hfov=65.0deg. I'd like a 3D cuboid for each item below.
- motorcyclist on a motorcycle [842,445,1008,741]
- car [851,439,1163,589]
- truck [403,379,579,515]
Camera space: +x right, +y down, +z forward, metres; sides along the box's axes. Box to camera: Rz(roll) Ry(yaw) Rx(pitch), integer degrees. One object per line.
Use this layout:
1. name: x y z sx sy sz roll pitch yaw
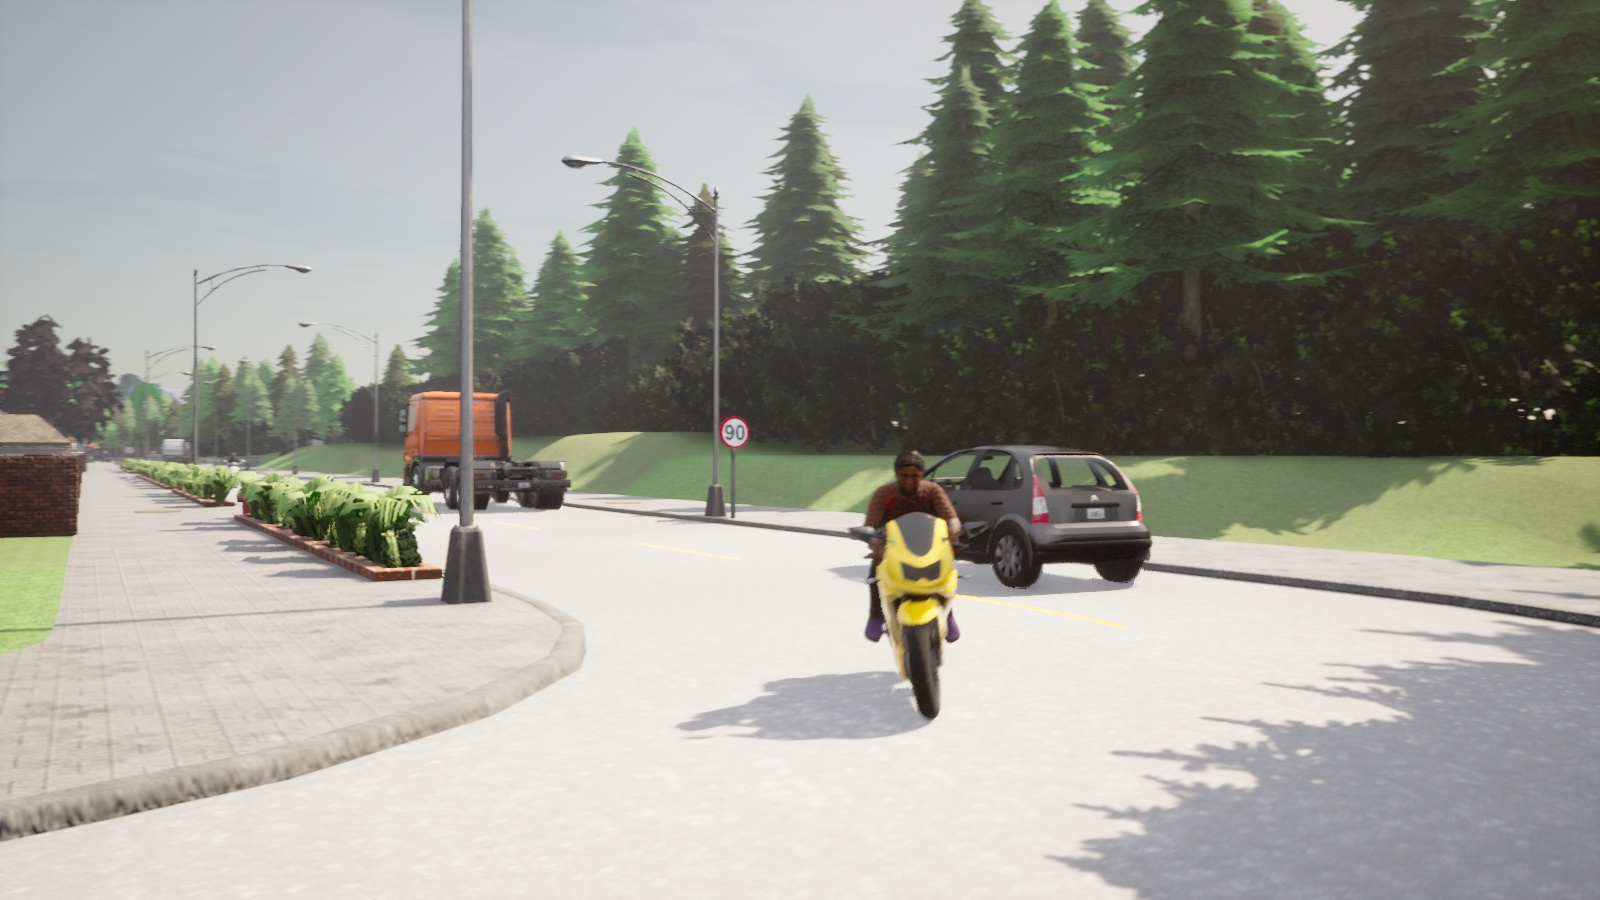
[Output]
1. motorcyclist on a motorcycle: 0.689 0.755 7.616 0.797 1.523 2.044 -3 0 2
2. car: 2.415 0.695 15.680 1.851 1.617 3.988 0 0 -27
3. truck: -9.080 -0.064 36.147 2.891 3.462 7.936 0 0 -29
